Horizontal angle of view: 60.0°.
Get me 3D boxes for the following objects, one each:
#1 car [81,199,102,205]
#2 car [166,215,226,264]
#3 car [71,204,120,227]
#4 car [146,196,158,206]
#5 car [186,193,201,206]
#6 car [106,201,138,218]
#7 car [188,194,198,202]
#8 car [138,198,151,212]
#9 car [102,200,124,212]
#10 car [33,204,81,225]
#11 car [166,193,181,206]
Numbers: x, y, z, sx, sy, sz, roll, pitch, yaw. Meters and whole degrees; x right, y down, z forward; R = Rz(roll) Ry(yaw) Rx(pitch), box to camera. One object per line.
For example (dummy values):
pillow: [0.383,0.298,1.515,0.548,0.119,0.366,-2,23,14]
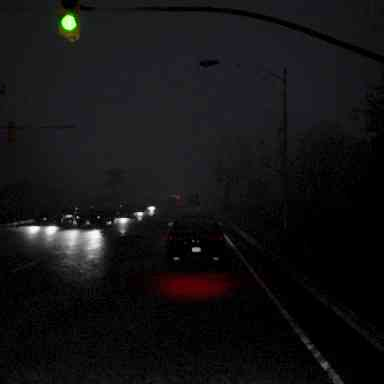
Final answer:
car: [-10.504,1.619,34.386,2.097,1.767,4.553,0,0,0]
car: [0.129,1.575,12.321,1.882,1.535,5.008,0,0,0]
car: [-7.037,1.793,24.734,1.895,1.301,4.718,0,0,0]
car: [-6.871,1.450,55.575,2.128,1.511,4.902,0,3,1]
car: [0.254,1.173,55.751,2.150,2.045,5.566,0,3,1]
car: [-7.017,1.825,33.545,1.994,1.385,4.181,0,0,0]
car: [0.186,1.084,66.416,1.895,1.301,4.718,0,3,0]
car: [-6.971,1.872,43.519,1.994,1.385,4.181,0,0,0]
car: [-10.467,1.865,44.336,1.994,1.385,4.181,0,1,0]
car: [-10.531,1.764,25.783,1.994,1.385,4.181,0,0,0]
car: [-3.346,1.503,55.649,2.033,1.411,5.357,0,3,0]
